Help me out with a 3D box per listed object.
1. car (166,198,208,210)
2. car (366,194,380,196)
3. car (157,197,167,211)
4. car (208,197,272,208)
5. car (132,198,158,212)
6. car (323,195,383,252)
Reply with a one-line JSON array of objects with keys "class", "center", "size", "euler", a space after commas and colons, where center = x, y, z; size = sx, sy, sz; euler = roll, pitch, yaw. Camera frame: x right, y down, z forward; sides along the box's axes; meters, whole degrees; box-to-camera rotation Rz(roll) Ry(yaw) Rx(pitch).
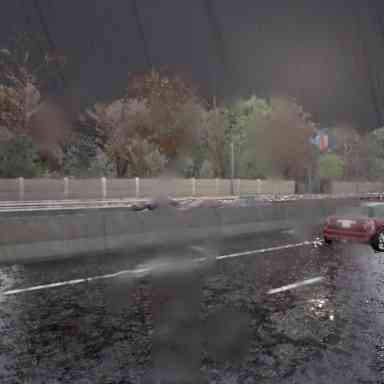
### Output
[{"class": "car", "center": [0.805, 1.286, 26.061], "size": [5.008, 1.535, 1.882], "euler": [-1, 0, -35]}, {"class": "car", "center": [29.954, 0.924, 55.348], "size": [4.718, 1.301, 1.895], "euler": [-1, 0, -35]}, {"class": "car", "center": [-0.042, 1.339, 29.756], "size": [5.357, 1.411, 2.033], "euler": [-1, 0, -35]}, {"class": "car", "center": [3.742, 1.147, 23.855], "size": [4.553, 1.767, 2.097], "euler": [-1, 0, -35]}, {"class": "car", "center": [-3.289, 1.287, 31.737], "size": [5.008, 1.535, 1.882], "euler": [-1, 0, -35]}, {"class": "car", "center": [7.306, 1.186, 13.259], "size": [4.553, 1.767, 2.097], "euler": [-1, 0, -35]}]
